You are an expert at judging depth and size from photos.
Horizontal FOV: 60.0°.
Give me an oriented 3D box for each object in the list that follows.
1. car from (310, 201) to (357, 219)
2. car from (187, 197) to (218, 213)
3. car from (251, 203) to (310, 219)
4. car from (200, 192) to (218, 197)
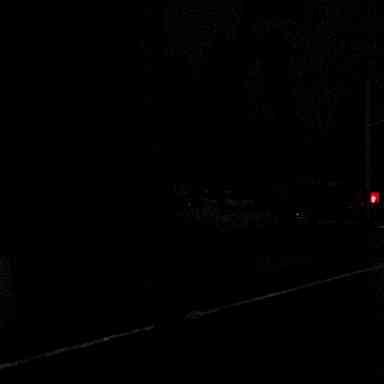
[{"bbox_3d":[11.999,1.506,29.470,2.128,1.511,4.902,0,0,-37],"label":"car"},{"bbox_3d":[1.437,1.579,37.289,1.994,1.385,4.181,0,0,-37],"label":"car"},{"bbox_3d":[7.495,1.616,29.269,1.895,1.301,4.718,0,0,-37],"label":"car"},{"bbox_3d":[5.034,1.113,92.368,1.932,1.855,4.605,0,0,-37],"label":"car"}]
